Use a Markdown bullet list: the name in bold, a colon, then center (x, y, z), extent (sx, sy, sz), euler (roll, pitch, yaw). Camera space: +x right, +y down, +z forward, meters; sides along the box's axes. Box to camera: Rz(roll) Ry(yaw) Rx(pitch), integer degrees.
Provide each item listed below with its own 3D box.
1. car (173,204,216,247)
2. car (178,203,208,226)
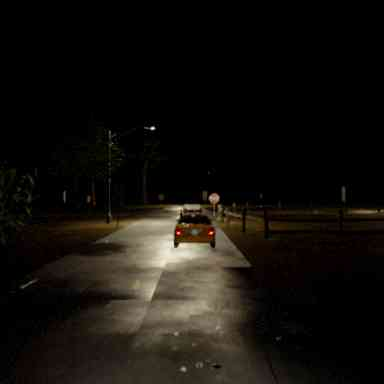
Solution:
- **car**: center (0.112, 1.583, 15.555), extent (1.801, 1.575, 5.366), euler (0, -1, 0)
- **car**: center (0.030, 1.732, 26.731), extent (2.163, 1.488, 4.792), euler (0, 0, -1)
